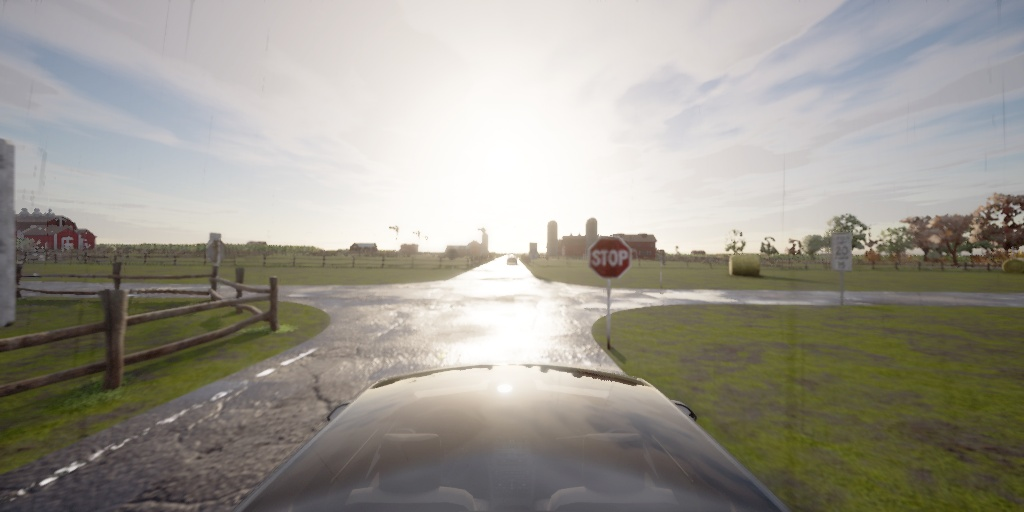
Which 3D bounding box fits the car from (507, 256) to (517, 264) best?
[{"bbox_3d":[0.008,0.673,62.636,2.128,1.511,4.902,0,1,0],"label":"car"}]
